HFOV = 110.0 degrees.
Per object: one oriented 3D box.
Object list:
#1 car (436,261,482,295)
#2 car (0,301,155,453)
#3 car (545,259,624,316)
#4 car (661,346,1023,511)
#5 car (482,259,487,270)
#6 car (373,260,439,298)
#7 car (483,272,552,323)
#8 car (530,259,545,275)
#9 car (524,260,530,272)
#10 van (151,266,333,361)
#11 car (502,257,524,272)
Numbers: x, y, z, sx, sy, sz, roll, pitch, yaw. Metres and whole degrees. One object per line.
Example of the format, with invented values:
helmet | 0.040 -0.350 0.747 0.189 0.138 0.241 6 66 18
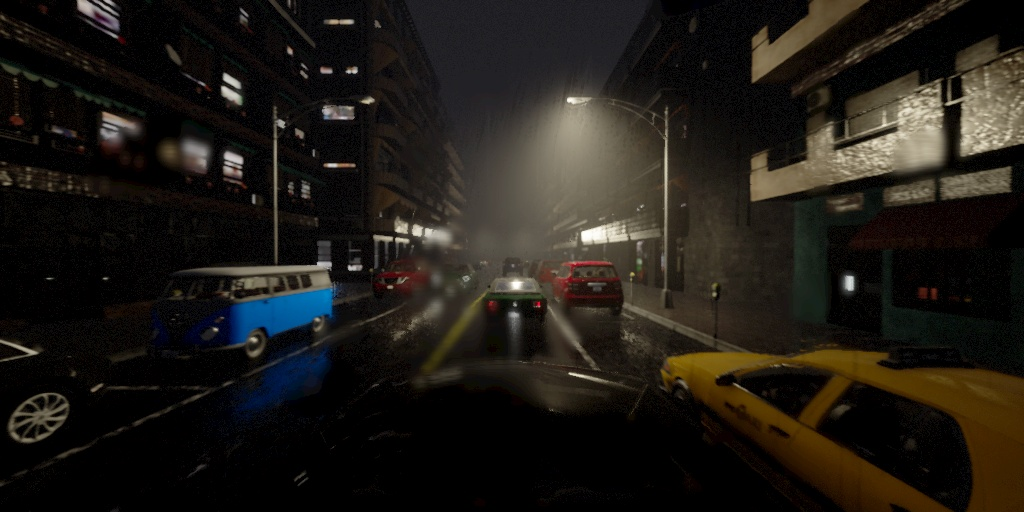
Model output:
car | -3.096 1.193 20.347 2.097 1.767 4.553 0 0 0
car | -5.658 1.304 2.441 2.007 1.370 4.403 0 0 0
car | 2.691 1.123 13.616 2.192 1.841 5.009 0 0 0
car | 2.690 1.279 2.582 1.751 1.417 4.829 0 0 0
car | -5.685 1.581 58.462 2.007 1.370 4.403 0 0 0
car | -5.679 1.151 19.247 2.192 1.841 5.009 0 0 0
car | 0.101 1.403 12.329 1.895 1.301 4.718 0 0 0
car | 2.692 1.178 24.820 2.192 1.841 5.009 0 0 0
car | 2.694 1.234 36.024 2.192 1.841 5.009 0 0 0
van | -5.657 1.122 8.043 1.690 1.789 3.998 0 0 0
car | 0.105 1.164 40.762 2.150 2.045 5.566 0 0 0
